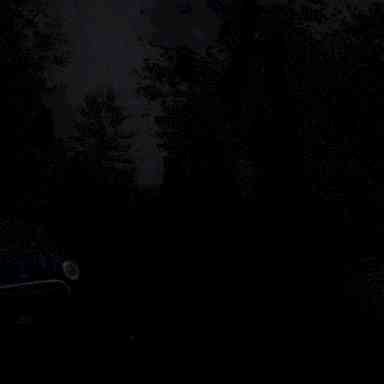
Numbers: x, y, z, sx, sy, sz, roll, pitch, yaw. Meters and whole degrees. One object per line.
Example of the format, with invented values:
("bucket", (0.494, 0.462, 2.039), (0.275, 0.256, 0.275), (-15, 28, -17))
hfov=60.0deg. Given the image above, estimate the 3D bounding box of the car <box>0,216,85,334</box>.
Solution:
("car", (-3.804, 1.344, 6.801), (2.185, 1.767, 4.553), (0, 0, -36))
